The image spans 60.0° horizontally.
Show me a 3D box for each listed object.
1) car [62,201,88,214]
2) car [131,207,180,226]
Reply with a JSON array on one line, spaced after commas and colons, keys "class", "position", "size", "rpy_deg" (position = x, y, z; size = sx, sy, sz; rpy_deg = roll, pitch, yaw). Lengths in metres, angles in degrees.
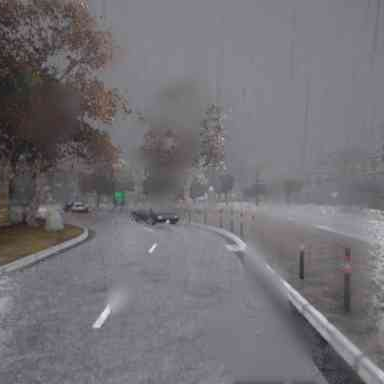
[{"class": "car", "position": [-13.610, 1.763, 38.666], "size": [1.994, 1.385, 4.181], "rpy_deg": [1, -1, -35]}, {"class": "car", "position": [-2.853, 1.744, 24.629], "size": [1.895, 1.301, 4.718], "rpy_deg": [1, 0, -32]}]
